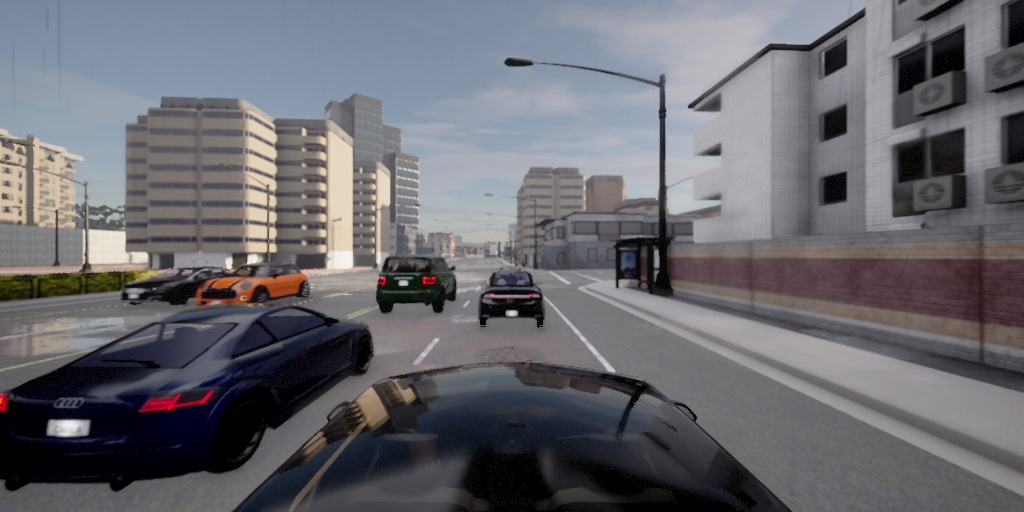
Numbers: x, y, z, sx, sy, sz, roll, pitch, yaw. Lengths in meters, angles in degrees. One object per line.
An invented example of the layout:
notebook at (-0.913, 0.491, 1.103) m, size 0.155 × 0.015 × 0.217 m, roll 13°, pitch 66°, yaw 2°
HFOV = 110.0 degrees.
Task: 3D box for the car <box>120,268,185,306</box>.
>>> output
car at (-14.215, 1.246, 15.893) m, size 2.128 × 1.511 × 4.902 m, roll 0°, pitch 0°, yaw -1°

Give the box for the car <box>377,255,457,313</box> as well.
car at (-3.544, 0.973, 14.230) m, size 2.150 × 2.045 × 5.566 m, roll 0°, pitch 0°, yaw -1°

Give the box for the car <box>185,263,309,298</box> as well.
car at (-10.710, 1.104, 15.229) m, size 2.097 × 1.767 × 4.553 m, roll 0°, pitch 0°, yaw -1°

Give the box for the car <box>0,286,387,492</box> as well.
car at (-3.468, 1.315, 4.820) m, size 1.994 × 1.385 × 4.181 m, roll 0°, pitch 0°, yaw 0°

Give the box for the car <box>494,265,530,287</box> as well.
car at (0.108, 1.359, 25.353) m, size 1.895 × 1.301 × 4.718 m, roll 0°, pitch 0°, yaw 9°

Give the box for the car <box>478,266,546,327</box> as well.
car at (-0.020, 1.242, 11.535) m, size 2.128 × 1.511 × 4.902 m, roll 0°, pitch 0°, yaw 0°
